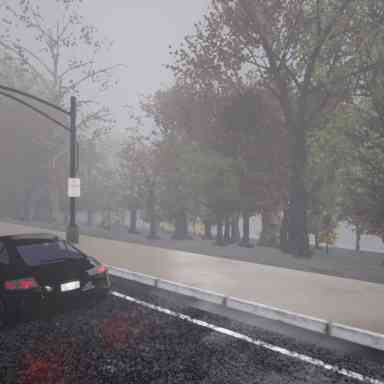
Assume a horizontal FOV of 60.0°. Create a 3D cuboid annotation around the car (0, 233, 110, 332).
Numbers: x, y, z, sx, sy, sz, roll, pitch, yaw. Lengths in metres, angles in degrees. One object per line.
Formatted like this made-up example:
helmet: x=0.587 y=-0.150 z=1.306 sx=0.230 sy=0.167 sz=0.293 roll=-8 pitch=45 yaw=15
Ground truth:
car: x=-3.560 y=1.562 z=6.964 sx=4.181 sy=1.385 sz=1.994 roll=0 pitch=0 yaw=42
